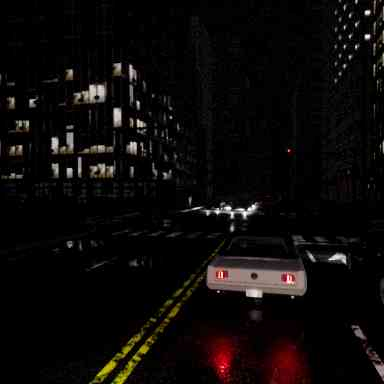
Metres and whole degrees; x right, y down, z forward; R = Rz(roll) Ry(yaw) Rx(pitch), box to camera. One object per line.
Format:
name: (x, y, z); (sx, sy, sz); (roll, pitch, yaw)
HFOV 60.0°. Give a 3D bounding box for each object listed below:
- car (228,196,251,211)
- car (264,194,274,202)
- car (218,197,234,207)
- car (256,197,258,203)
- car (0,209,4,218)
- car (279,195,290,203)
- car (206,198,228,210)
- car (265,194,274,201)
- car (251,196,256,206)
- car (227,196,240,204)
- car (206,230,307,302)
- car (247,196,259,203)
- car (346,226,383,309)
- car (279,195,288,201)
car: (5.894, 1.503, 40.731); (1.812, 1.442, 4.674); (0, 0, 13)
car: (16.419, 1.530, 70.821); (1.895, 1.301, 4.718); (0, 0, 13)
car: (5.455, 1.567, 53.040); (1.895, 1.301, 4.718); (0, 0, 13)
car: (10.353, 1.559, 59.539); (1.895, 1.301, 4.718); (0, 0, 14)
car: (-17.326, 1.435, 26.673); (4.313, 1.339, 1.947); (1, 1, 14)
car: (19.480, 1.474, 69.639); (2.033, 1.411, 5.357); (0, 0, 13)
car: (3.125, 1.524, 43.173); (2.033, 1.411, 5.357); (0, 0, 13)
car: (18.704, 1.286, 80.525); (2.128, 1.511, 4.902); (0, 0, 13)
car: (8.014, 1.460, 49.733); (2.128, 1.511, 4.902); (0, 0, 13)
car: (7.887, 1.460, 63.169); (1.837, 1.490, 4.892); (0, 0, 14)
car: (1.702, 1.597, 8.344); (1.895, 1.301, 4.718); (0, 0, 14)
car: (12.823, 1.486, 69.733); (2.033, 1.411, 5.357); (0, 0, 13)
car: (4.832, 1.501, 7.441); (1.837, 1.490, 4.892); (0, 0, 13)
car: (21.875, 1.356, 79.809); (1.895, 1.301, 4.718); (0, 0, 13)
